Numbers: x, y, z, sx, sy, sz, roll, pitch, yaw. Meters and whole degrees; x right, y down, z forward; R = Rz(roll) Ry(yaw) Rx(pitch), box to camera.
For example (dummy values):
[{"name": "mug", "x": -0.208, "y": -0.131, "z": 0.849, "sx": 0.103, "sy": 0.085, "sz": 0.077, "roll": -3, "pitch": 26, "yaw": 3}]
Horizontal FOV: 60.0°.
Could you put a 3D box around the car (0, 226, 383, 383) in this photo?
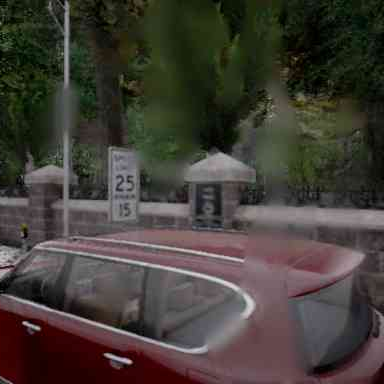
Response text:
[{"name": "car", "x": -0.690, "y": 1.297, "z": 3.458, "sx": 5.009, "sy": 1.841, "sz": 2.192, "roll": 1, "pitch": 0, "yaw": 36}]
